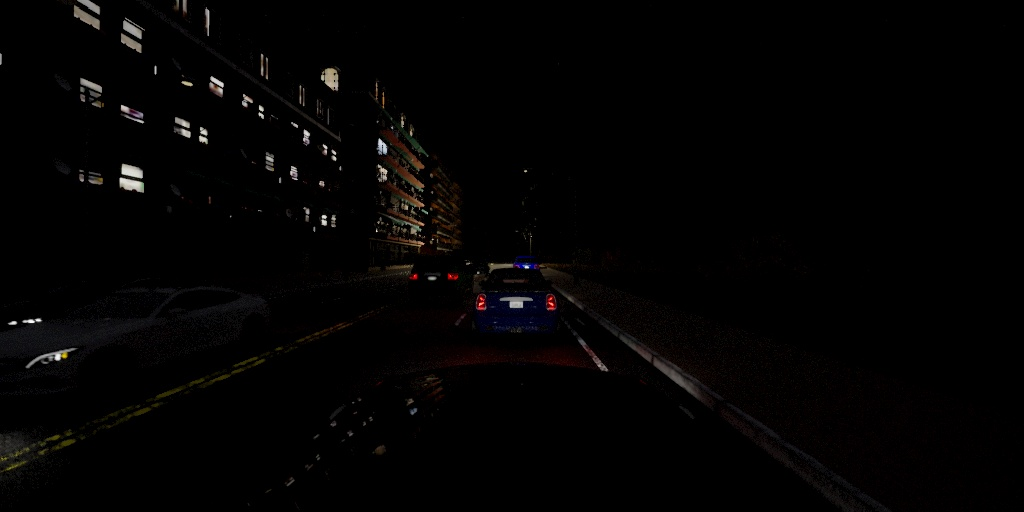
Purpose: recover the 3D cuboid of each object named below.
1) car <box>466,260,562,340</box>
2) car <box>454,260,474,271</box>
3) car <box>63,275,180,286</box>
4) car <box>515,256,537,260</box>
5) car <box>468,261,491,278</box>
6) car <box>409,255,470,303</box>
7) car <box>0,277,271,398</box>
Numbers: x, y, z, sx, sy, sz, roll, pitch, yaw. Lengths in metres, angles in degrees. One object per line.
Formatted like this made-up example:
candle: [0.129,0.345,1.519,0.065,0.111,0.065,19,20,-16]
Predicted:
car: [0.099,1.103,10.122,2.097,1.767,4.553,0,0,0]
car: [-6.595,1.300,50.116,2.033,1.411,5.357,0,0,0]
car: [-9.850,1.243,8.925,2.128,1.511,4.902,0,0,0]
car: [1.140,0.979,30.076,2.150,2.045,5.566,0,0,0]
car: [-3.149,1.261,35.631,1.837,1.490,4.892,0,1,0]
car: [-3.150,0.974,16.817,2.150,2.045,5.566,0,0,0]
car: [-6.602,1.276,6.651,1.812,1.442,4.674,0,0,0]
